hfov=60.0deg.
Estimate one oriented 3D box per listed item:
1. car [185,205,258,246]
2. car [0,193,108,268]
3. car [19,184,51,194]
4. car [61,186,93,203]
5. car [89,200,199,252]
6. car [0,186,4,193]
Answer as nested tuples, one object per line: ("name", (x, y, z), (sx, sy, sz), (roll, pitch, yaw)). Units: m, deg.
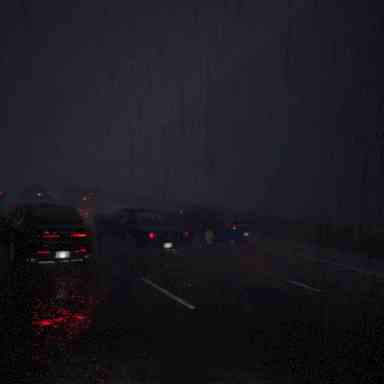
("car", (0.646, 1.310, 14.629), (1.882, 1.535, 5.008), (4, 1, -35))
("car", (-4.315, 1.036, 9.538), (1.837, 1.490, 4.892), (4, 1, -35))
("car", (-13.475, 0.043, 28.516), (1.994, 1.385, 4.181), (4, 1, -35))
("car", (-10.532, 0.181, 30.413), (1.837, 1.490, 4.892), (4, 1, -35))
("car", (-2.017, 1.264, 12.332), (1.895, 1.301, 4.718), (4, 1, -35))
("car", (-15.496, -0.076, 25.324), (2.033, 1.411, 5.357), (4, 1, -35))
